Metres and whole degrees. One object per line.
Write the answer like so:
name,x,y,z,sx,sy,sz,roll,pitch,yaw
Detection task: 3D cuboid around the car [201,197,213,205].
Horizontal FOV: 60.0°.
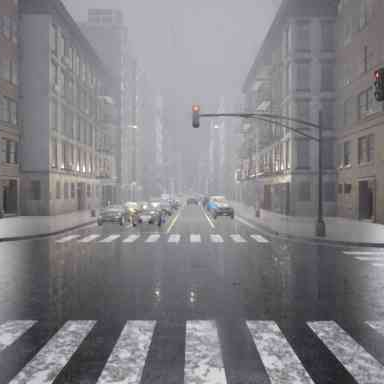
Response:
car,2.643,1.546,61.332,2.008,1.369,4.403,0,0,0

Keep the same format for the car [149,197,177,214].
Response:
car,-2.848,1.544,32.738,2.033,1.411,5.357,0,0,0

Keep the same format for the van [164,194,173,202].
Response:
van,-5.446,1.336,77.548,1.690,1.788,3.998,0,0,0

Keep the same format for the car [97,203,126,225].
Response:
car,-5.392,1.549,23.486,2.008,1.369,4.403,0,0,0

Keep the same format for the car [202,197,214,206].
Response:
car,2.642,1.562,55.925,1.947,1.339,4.313,0,0,0

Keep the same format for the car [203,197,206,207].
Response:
car,2.639,1.578,39.707,1.802,1.307,4.206,0,0,0

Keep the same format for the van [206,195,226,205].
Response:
van,2.638,1.338,34.300,1.690,1.788,3.998,0,0,0

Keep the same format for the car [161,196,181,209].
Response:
car,-2.838,1.560,42.752,1.994,1.385,4.181,0,0,1

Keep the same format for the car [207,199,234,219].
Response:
car,2.637,1.548,28.894,2.008,1.369,4.403,0,0,0

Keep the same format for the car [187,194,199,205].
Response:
car,0.094,1.501,57.056,1.837,1.490,4.892,0,0,0

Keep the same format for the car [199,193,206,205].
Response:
car,2.641,1.311,50.519,2.192,1.841,5.009,0,0,0

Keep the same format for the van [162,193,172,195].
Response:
van,-5.435,1.336,66.736,1.690,1.788,3.998,0,0,0

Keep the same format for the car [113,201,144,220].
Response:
car,-5.398,1.523,28.723,1.752,1.417,4.829,0,0,0

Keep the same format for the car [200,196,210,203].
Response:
car,2.644,1.521,66.907,1.752,1.417,4.829,0,0,0

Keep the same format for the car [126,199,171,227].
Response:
car,-2.851,1.489,22.855,2.128,1.511,4.902,0,0,0

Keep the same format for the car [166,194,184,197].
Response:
car,-2.801,1.473,53.006,1.882,1.535,5.008,0,0,1

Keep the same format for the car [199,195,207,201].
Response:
car,2.647,1.539,82.957,1.887,1.381,4.507,0,0,0

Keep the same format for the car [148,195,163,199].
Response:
car,-5.414,1.436,45.111,1.967,1.590,4.097,0,0,0

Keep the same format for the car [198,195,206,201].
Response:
car,2.648,1.560,88.363,1.947,1.339,4.313,0,0,0
